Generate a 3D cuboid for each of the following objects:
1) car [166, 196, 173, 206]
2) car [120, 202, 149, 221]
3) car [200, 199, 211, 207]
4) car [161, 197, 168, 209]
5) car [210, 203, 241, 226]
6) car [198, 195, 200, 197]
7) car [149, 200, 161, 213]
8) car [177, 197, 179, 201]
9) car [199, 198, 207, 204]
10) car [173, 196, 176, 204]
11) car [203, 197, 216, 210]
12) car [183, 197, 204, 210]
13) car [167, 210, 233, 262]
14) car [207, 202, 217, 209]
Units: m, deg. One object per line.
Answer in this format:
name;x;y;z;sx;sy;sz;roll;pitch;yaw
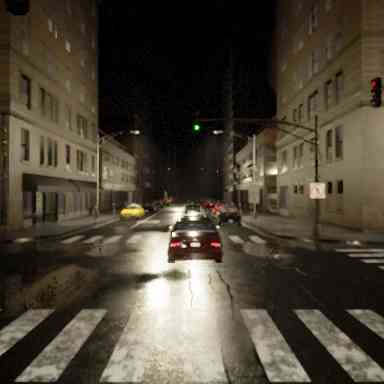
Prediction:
car;-5.385;1.951;64.574;1.967;1.590;4.097;0;0;0
car;-5.386;1.769;30.317;1.752;1.417;4.829;0;0;0
car;2.640;2.077;64.577;1.947;1.339;4.313;0;0;0
car;-5.385;1.974;53.211;2.008;1.369;4.403;0;0;0
car;2.639;1.751;24.806;2.008;1.369;4.403;0;0;0
car;2.640;1.782;58.898;2.192;1.841;5.009;0;0;0
car;-5.386;1.900;41.848;1.947;1.339;4.313;0;0;0
car;-5.384;2.309;92.979;1.802;1.307;4.206;0;0;0
car;2.641;2.170;81.792;1.752;1.417;4.829;0;0;0
car;-5.385;1.914;75.937;2.192;1.841;5.009;0;0;0
car;2.640;1.819;47.533;1.967;1.590;4.097;0;0;0
car;0.099;1.847;44.501;2.128;1.511;4.902;0;0;0
car;0.097;1.637;12.416;2.033;1.411;5.357;0;0;0
car;2.639;1.827;30.488;1.802;1.307;4.206;0;0;0
